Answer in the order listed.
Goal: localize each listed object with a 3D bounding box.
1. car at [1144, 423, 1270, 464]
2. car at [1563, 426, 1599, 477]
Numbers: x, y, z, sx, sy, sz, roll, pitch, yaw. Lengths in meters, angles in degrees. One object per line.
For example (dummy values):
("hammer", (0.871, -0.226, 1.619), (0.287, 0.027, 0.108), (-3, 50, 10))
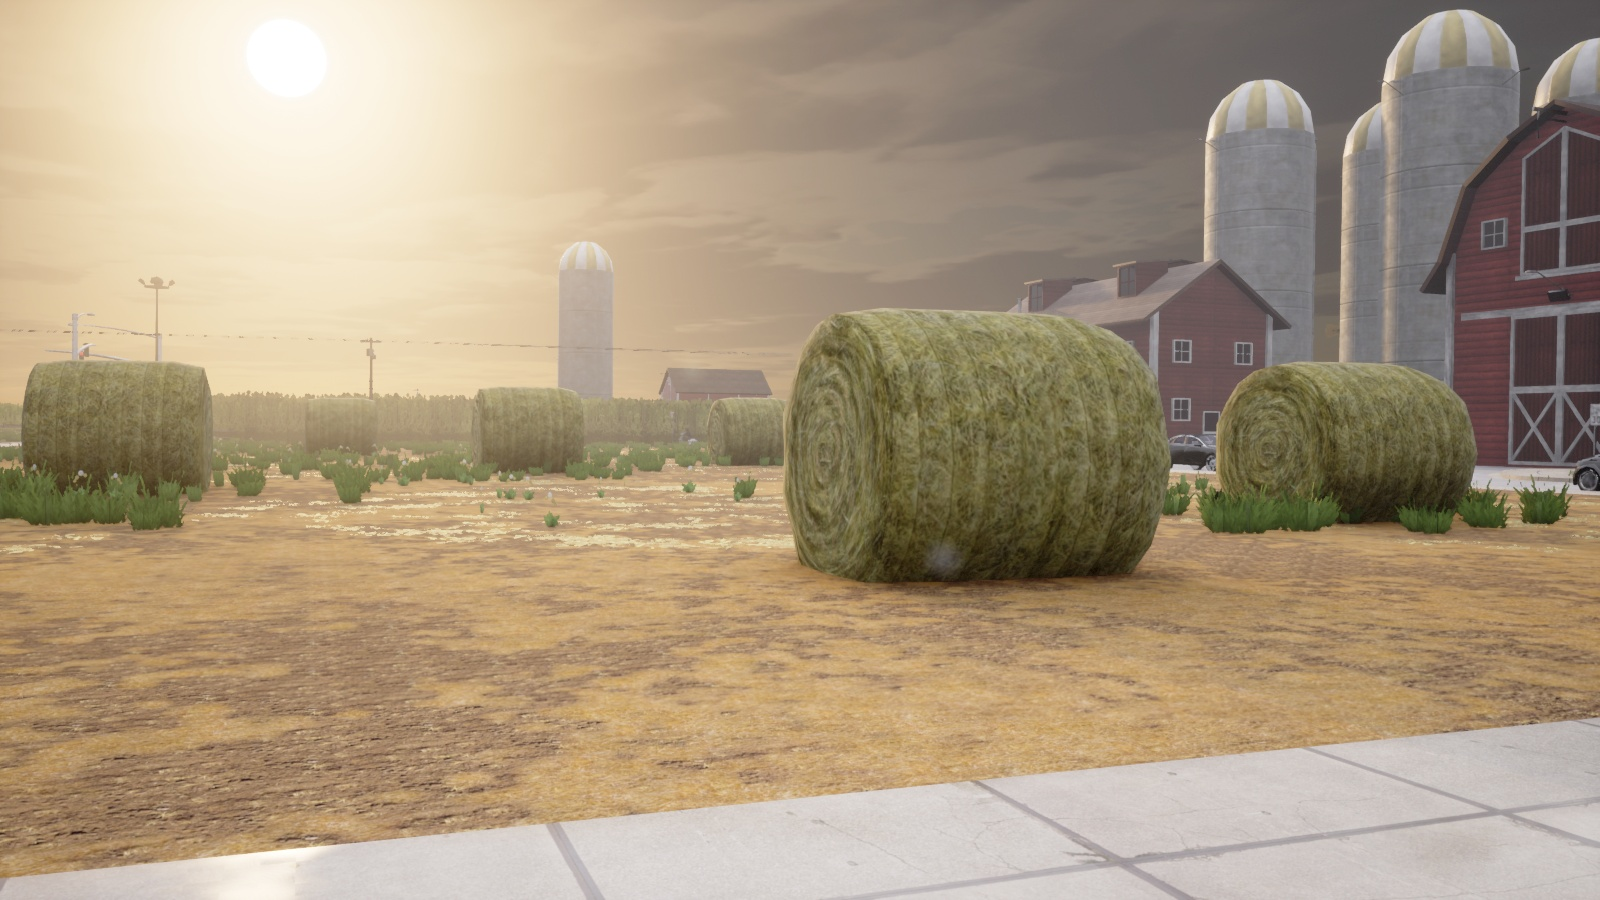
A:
("car", (16.229, -0.284, 50.356), (2.128, 1.511, 4.902), (-2, 1, -22))
("car", (23.005, 0.042, 33.473), (1.994, 1.385, 4.181), (-1, 1, -22))
